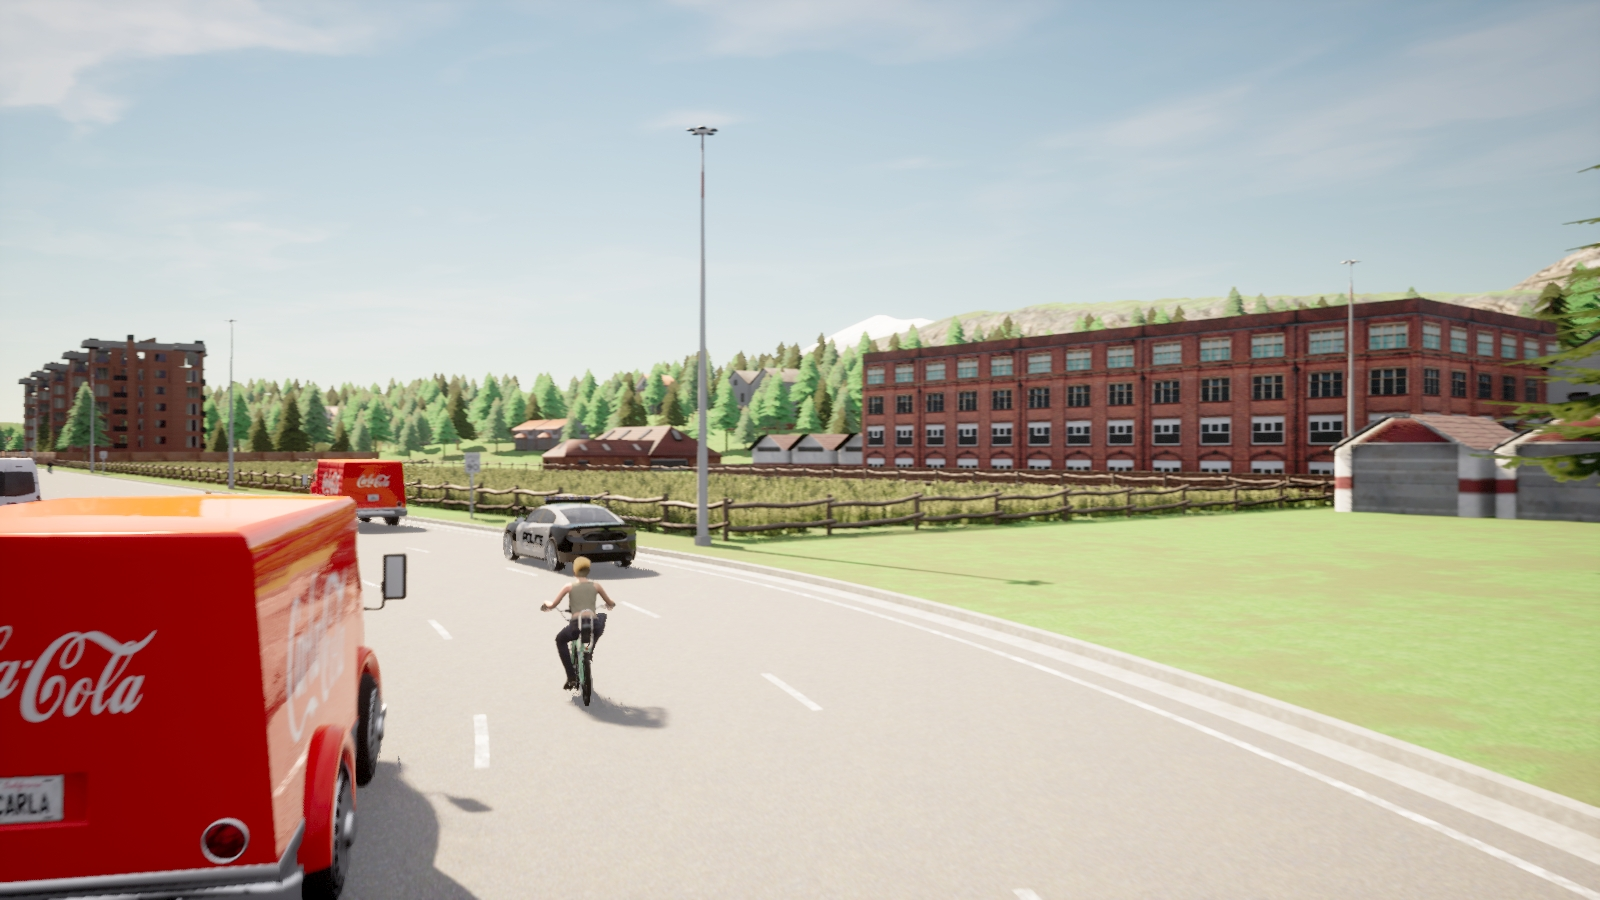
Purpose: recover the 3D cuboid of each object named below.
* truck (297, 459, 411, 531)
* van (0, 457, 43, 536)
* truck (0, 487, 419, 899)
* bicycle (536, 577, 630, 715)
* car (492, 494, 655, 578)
[{"bbox_3d":[-16.792,1.590,42.843,2.627,2.467,5.204,0,0,-38],"label":"truck"},{"bbox_3d":[-27.970,1.557,40.048,1.988,2.561,5.915,0,0,-37],"label":"van"},{"bbox_3d":[-4.303,1.573,7.939,2.627,2.467,5.204,0,0,-13],"label":"truck"},{"bbox_3d":[-2.476,2.163,12.908,0.859,1.276,1.487,0,0,-18],"label":"bicycle"},{"bbox_3d":[-5.641,1.994,27.872,2.097,1.638,5.238,0,0,-33],"label":"car"}]
